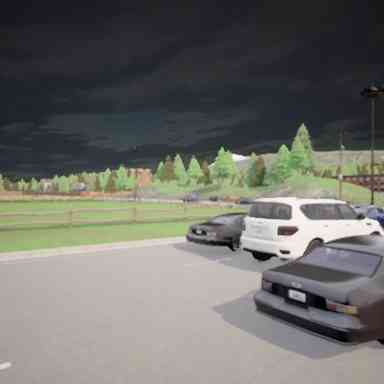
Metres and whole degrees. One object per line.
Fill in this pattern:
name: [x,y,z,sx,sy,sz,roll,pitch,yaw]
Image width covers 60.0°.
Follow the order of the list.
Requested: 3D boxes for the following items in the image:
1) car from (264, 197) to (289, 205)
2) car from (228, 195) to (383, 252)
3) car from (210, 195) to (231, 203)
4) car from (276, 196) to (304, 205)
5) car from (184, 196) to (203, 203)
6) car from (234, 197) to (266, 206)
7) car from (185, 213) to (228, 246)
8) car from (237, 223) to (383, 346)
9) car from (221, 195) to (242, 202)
car: [15.304,1.607,60.426,1.994,1.385,4.181,0,0,-36]
car: [4.089,1.226,10.957,5.566,2.045,2.150,1,0,-35]
car: [5.932,1.539,73.359,1.837,1.490,4.892,0,0,-36]
car: [18.300,1.538,62.284,2.128,1.511,4.902,0,0,-36]
car: [0.296,1.512,69.208,1.882,1.535,5.008,0,0,-36]
car: [9.724,1.584,56.158,2.033,1.411,5.357,0,0,-36]
car: [2.304,1.556,13.984,5.357,1.411,2.033,0,0,-35]
car: [3.569,1.553,6.289,5.357,1.411,2.033,0,0,-36]
car: [8.903,1.522,75.225,1.882,1.535,5.008,0,0,-36]
